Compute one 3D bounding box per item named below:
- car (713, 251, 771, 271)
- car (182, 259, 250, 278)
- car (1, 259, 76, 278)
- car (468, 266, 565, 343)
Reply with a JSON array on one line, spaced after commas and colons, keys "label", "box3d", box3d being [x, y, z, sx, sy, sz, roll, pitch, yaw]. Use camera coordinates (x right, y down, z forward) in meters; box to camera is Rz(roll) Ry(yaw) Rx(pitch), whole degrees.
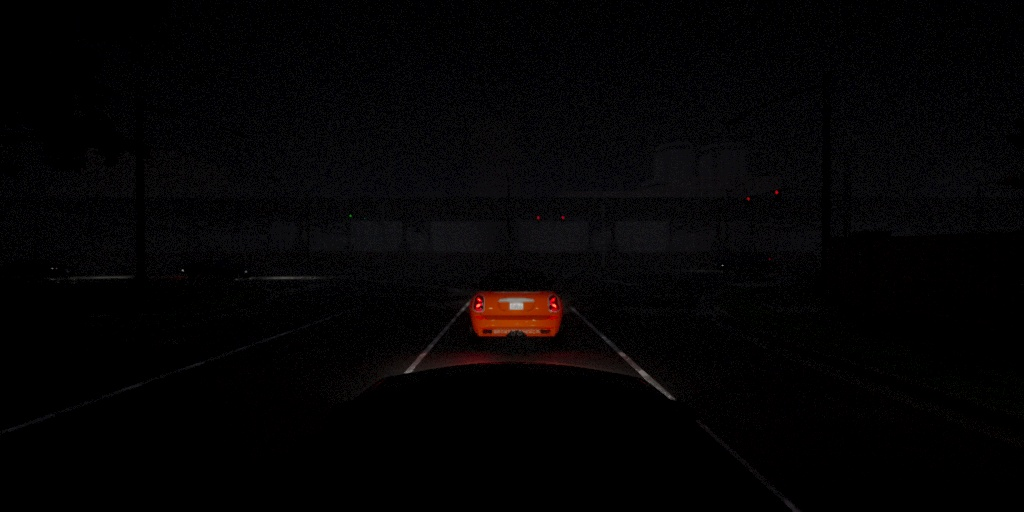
[{"label": "car", "box3d": [24.984, 0.529, 39.031, 5.566, 2.045, 2.150, -1, 0, 1]}, {"label": "car", "box3d": [-24.413, 1.022, 29.661, 4.902, 1.511, 2.128, 0, 0, 2]}, {"label": "car", "box3d": [-39.731, 1.018, 30.157, 4.902, 1.511, 2.128, 0, 0, 2]}, {"label": "car", "box3d": [0.094, 1.041, 9.584, 2.097, 1.767, 4.553, 0, 0, 0]}]
